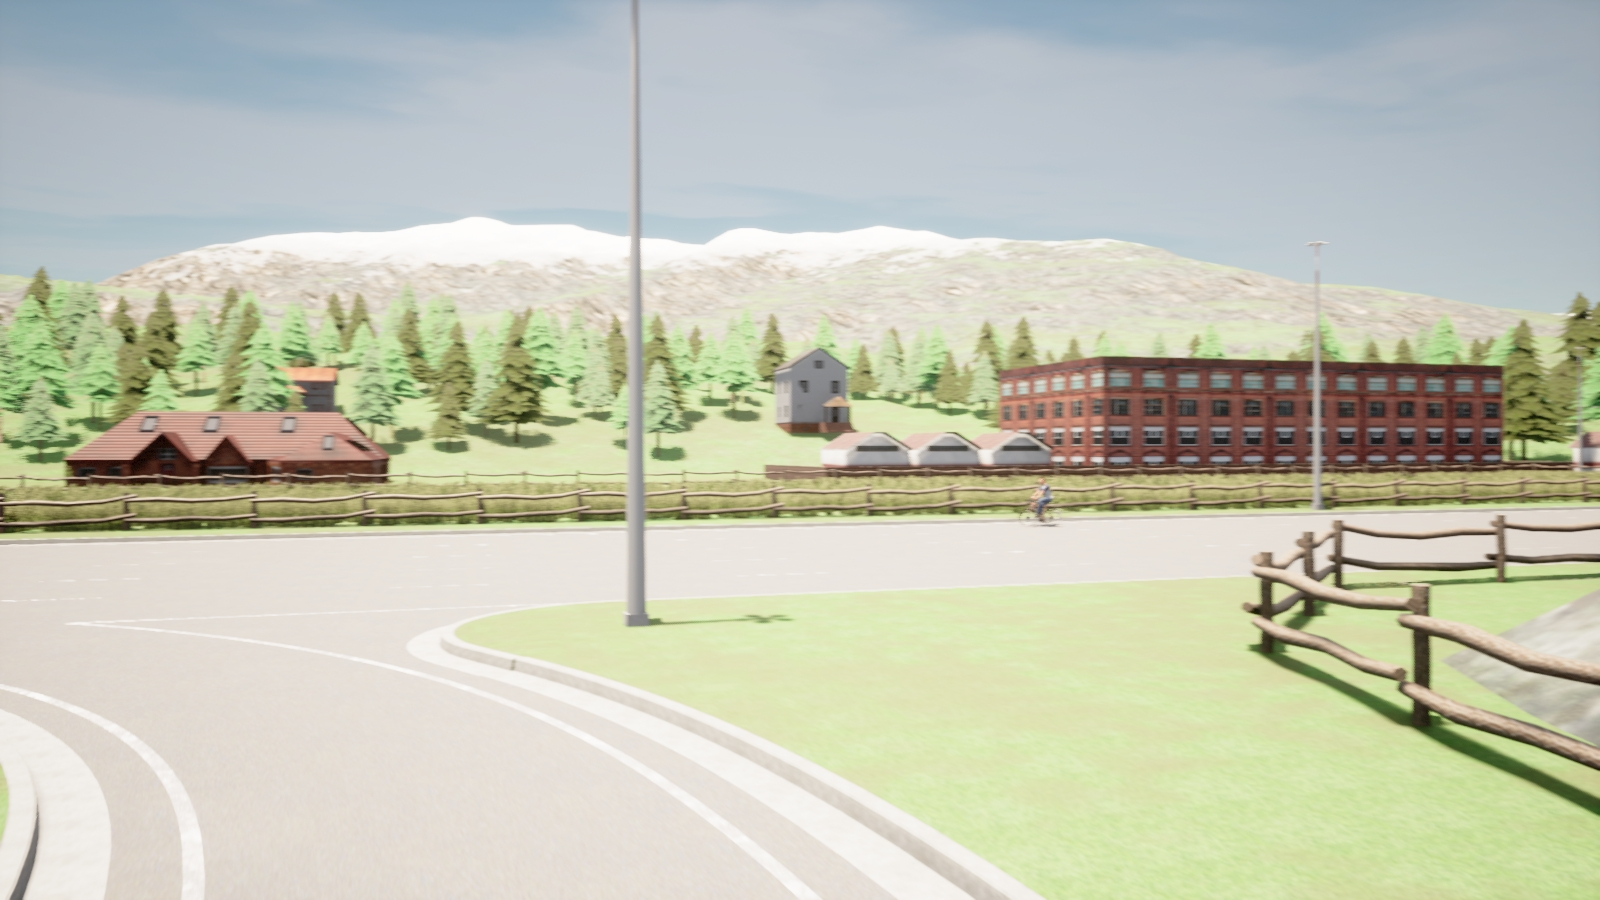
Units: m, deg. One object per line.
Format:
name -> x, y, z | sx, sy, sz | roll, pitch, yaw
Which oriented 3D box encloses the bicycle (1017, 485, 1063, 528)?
bicycle -> 8.661, 2.036, 41.222 | 1.643, 1.496, 0.373 | 0, 0, -16
